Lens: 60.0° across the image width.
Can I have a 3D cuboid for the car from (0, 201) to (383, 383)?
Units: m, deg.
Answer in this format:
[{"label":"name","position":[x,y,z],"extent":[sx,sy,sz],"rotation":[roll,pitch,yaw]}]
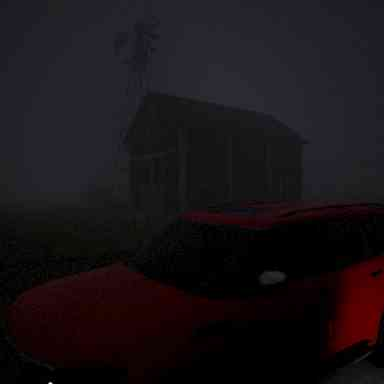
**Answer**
[{"label":"car","position":[0.699,1.193,4.100],"extent":[5.566,2.045,2.150],"rotation":[-1,1,-35]}]
